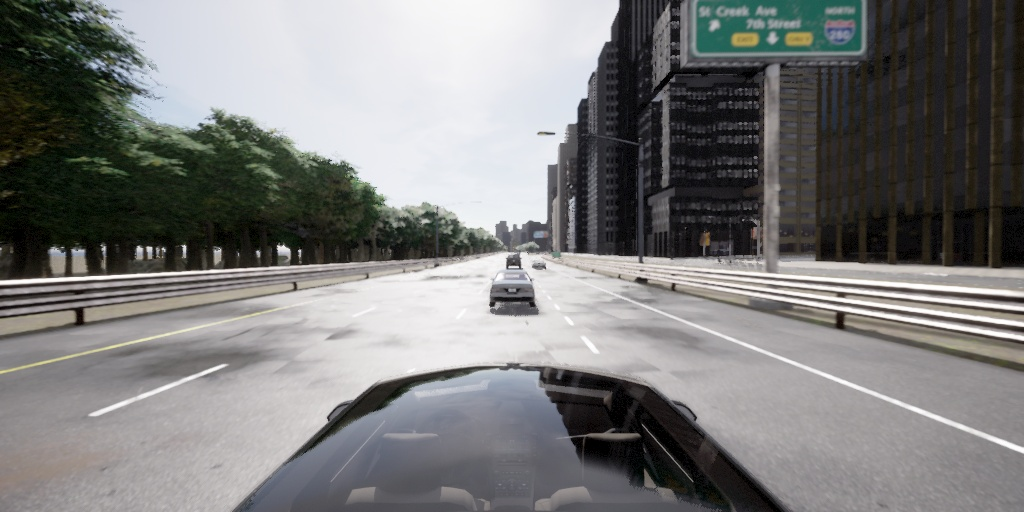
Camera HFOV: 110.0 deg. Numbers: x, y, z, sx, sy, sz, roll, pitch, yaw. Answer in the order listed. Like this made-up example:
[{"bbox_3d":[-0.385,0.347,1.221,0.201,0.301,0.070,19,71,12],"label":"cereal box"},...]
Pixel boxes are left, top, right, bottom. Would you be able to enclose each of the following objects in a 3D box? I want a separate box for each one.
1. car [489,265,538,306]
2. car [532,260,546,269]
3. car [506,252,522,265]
[{"bbox_3d":[0.015,1.289,15.583,2.033,1.411,5.357,0,0,0],"label":"car"},{"bbox_3d":[3.861,1.168,52.524,1.895,1.301,4.718,0,0,1],"label":"car"},{"bbox_3d":[0.255,0.792,51.931,2.150,2.045,5.566,0,0,1],"label":"car"}]
